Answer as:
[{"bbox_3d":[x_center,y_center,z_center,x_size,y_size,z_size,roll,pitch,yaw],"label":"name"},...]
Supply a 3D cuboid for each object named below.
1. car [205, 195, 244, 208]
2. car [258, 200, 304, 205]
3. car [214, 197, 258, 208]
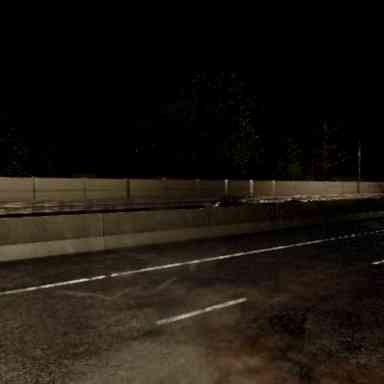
[{"bbox_3d":[3.424,1.100,32.204,4.553,1.767,2.097,-1,1,-35],"label":"car"},{"bbox_3d":[7.710,1.309,26.666,4.181,1.385,1.994,-1,0,-35],"label":"car"},{"bbox_3d":[4.562,1.362,28.727,4.718,1.301,1.895,-1,0,-35],"label":"car"}]
